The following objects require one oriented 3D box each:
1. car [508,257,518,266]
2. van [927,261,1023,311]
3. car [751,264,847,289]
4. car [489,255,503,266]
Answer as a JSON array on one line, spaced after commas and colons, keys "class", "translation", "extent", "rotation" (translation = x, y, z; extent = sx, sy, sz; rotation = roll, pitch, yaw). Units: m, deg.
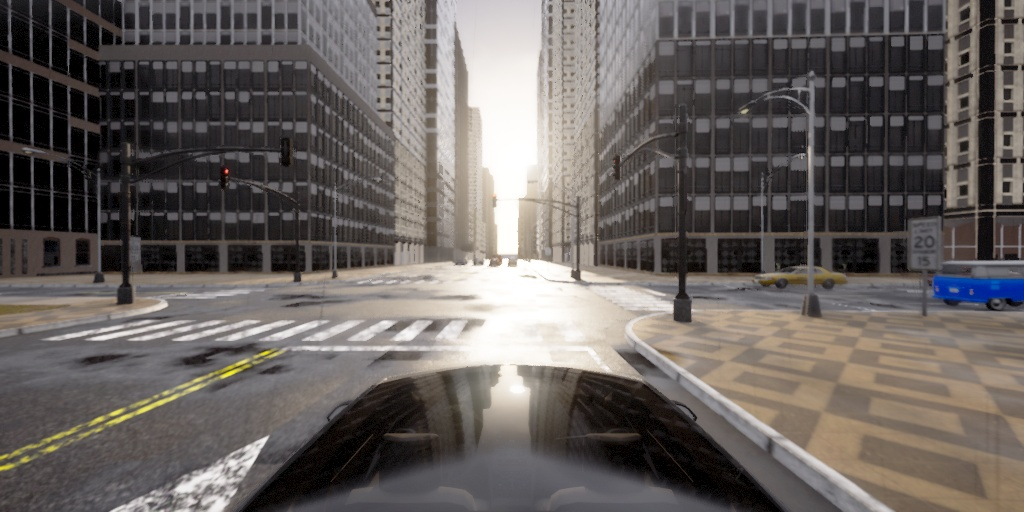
[{"class": "car", "translation": [0.159, 1.109, 64.150], "extent": [2.033, 1.411, 5.357], "rotation": [0, 0, 0]}, {"class": "van", "translation": [18.385, 1.061, 13.351], "extent": [3.998, 1.789, 1.690], "rotation": [0, 0, 2]}, {"class": "car", "translation": [17.136, 1.196, 21.526], "extent": [4.829, 1.417, 1.751], "rotation": [0, 0, 2]}, {"class": "car", "translation": [-3.092, 1.088, 64.159], "extent": [1.812, 1.442, 4.674], "rotation": [0, 0, 0]}]
